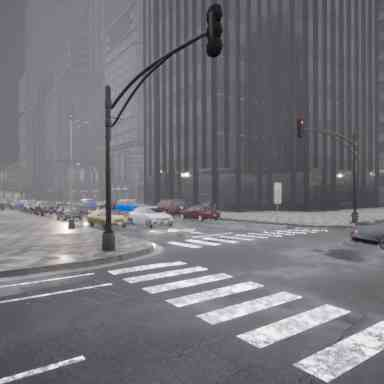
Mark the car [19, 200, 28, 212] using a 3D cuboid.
[{"bbox_3d":[-23.328,2.157,48.429,1.967,1.590,4.097,-1,0,-35],"label":"car"}]

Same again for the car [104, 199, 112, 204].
[{"bbox_3d":[-11.163,1.875,46.055,2.192,1.841,5.009,-1,0,-35],"label":"car"}]

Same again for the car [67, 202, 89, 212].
[{"bbox_3d":[-17.035,2.257,49.589,1.895,1.301,4.718,0,-1,-35],"label":"car"}]

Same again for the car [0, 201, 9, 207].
[{"bbox_3d":[-44.356,2.772,78.073,1.802,1.307,4.206,-1,0,-35],"label":"car"}]

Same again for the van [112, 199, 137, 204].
[{"bbox_3d":[-8.224,1.833,41.903,1.690,1.788,3.998,-1,0,-35],"label":"van"}]

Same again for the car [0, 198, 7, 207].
[{"bbox_3d":[-41.246,2.668,73.687,1.887,1.381,4.507,-1,0,-35],"label":"car"}]

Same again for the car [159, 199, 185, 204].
[{"bbox_3d":[-2.347,1.668,33.598,2.192,1.841,5.009,-1,0,-35],"label":"car"}]

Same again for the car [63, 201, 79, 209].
[{"bbox_3d":[-22.656,2.407,62.219,1.802,1.307,4.206,-1,0,-35],"label":"car"}]

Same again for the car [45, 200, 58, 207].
[{"bbox_3d":[-31.686,2.596,74.947,1.947,1.339,4.313,-1,0,-35],"label":"car"}]

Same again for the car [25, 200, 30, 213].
[{"bbox_3d":[-20.499,2.196,44.444,1.887,1.381,4.507,-1,0,-35],"label":"car"}]

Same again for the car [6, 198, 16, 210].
[{"bbox_3d":[-31.913,2.354,60.529,1.967,1.590,4.097,-1,0,-35],"label":"car"}]

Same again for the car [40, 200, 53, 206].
[{"bbox_3d":[-34.697,2.661,79.191,1.947,1.339,4.313,-1,0,-35],"label":"car"}]

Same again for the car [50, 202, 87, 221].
[{"bbox_3d":[-12.018,2.004,32.490,2.008,1.369,4.403,-1,0,-35],"label":"car"}]

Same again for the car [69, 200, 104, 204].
[{"bbox_3d":[-11.988,1.985,37.077,2.128,1.511,4.902,0,-1,-35],"label":"car"}]

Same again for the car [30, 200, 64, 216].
[{"bbox_3d":[-17.677,1.901,40.460,2.192,1.841,5.009,-1,0,-35],"label":"car"}]

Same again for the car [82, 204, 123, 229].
[{"bbox_3d":[-6.266,1.843,24.382,1.752,1.417,4.829,-1,0,-35],"label":"car"}]

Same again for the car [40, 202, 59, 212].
[{"bbox_3d":[-22.100,2.292,51.493,1.812,1.442,4.674,0,-1,-35],"label":"car"}]

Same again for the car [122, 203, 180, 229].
[{"bbox_3d":[-3.136,1.810,24.591,1.812,1.442,4.674,0,-1,-35],"label":"car"}]

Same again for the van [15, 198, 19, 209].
[{"bbox_3d":[-26.158,2.123,52.414,1.690,1.788,3.998,-1,0,-35],"label":"van"}]

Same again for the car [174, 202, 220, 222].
[{"bbox_3d":[0.597,1.828,29.446,1.887,1.381,4.507,-1,0,-35],"label":"car"}]

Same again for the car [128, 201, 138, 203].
[{"bbox_3d":[-5.279,2.004,37.750,1.802,1.307,4.206,-1,0,-35],"label":"car"}]

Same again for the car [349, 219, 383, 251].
[{"bbox_3d":[8.849,1.540,12.430,5.357,1.411,2.033,0,0,26],"label":"car"}]
